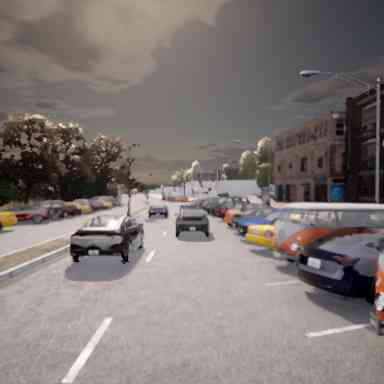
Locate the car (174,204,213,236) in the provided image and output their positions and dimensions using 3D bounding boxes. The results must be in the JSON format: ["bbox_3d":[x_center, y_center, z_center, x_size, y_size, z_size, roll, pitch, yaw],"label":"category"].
[{"bbox_3d":[-0.007,1.676,19.662,1.837,1.490,4.892,0,-1,-1],"label":"car"}]

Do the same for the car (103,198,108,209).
[{"bbox_3d":[-14.735,1.968,47.071,4.674,1.452,2.002,-1,0,-24],"label":"car"}]

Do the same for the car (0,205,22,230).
[{"bbox_3d":[-13.555,1.687,20.445,5.008,1.535,2.097,-1,0,-21],"label":"car"}]

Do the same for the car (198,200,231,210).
[{"bbox_3d":[3.383,1.948,50.083,4.674,1.452,2.002,1,-1,-24],"label":"car"}]

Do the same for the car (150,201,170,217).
[{"bbox_3d":[-3.422,1.904,34.570,1.895,1.301,4.718,0,-1,-2],"label":"car"}]

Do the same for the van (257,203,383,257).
[{"bbox_3d":[4.640,1.351,10.814,4.442,1.987,1.878,1,0,-20],"label":"van"}]

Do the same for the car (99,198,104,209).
[{"bbox_3d":[-14.532,1.941,44.118,4.674,1.452,2.002,-1,0,-23],"label":"car"}]

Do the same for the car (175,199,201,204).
[{"bbox_3d":[-0.481,1.802,35.762,2.128,1.511,4.902,0,0,-3],"label":"car"}]

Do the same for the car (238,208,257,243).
[{"bbox_3d":[4.903,1.604,13.940,5.366,1.575,1.946,1,-1,-20],"label":"car"}]

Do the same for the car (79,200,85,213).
[{"bbox_3d":[-14.073,1.695,35.241,4.553,1.767,2.185,-1,-1,-22],"label":"car"}]

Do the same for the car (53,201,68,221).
[{"bbox_3d":[-13.770,1.796,29.347,4.792,1.488,2.163,-1,-1,-22],"label":"car"}]

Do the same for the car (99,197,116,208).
[{"bbox_3d":[-14.791,1.949,50.106,5.366,1.575,1.946,-1,-1,-24],"label":"car"}]

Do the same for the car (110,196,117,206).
[{"bbox_3d":[-15.415,1.882,55.941,4.553,1.767,2.185,-1,0,-25],"label":"car"}]

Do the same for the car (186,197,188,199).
[{"bbox_3d":[2.205,2.004,62.039,5.366,1.575,1.946,1,0,-26],"label":"car"}]

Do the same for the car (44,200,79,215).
[{"bbox_3d":[-13.903,1.793,32.289,5.008,1.535,2.097,-1,0,-22],"label":"car"}]

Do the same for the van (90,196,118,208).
[{"bbox_3d":[-15.614,1.808,58.930,4.442,1.987,1.878,-1,-1,-25],"label":"van"}]

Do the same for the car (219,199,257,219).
[{"bbox_3d":[4.598,1.555,22.921,4.553,1.767,2.185,1,-1,-21],"label":"car"}]

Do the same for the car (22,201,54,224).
[{"bbox_3d":[-13.732,1.770,26.353,4.792,1.488,2.163,-1,0,-22],"label":"car"}]

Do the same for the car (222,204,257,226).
[{"bbox_3d":[4.659,1.656,19.901,4.892,1.521,2.231,1,-1,-21],"label":"car"}]

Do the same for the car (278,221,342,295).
[{"bbox_3d":[4.780,1.583,7.856,4.792,1.488,2.163,1,-1,-20],"label":"car"}]

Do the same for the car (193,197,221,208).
[{"bbox_3d":[2.684,1.859,59.126,4.553,1.767,2.185,1,0,-25],"label":"car"}]

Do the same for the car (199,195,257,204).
[{"bbox_3d":[4.096,1.555,38.005,5.566,2.045,2.435,1,0,-23],"label":"car"}]

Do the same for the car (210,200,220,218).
[{"bbox_3d":[4.468,1.731,28.965,5.008,1.535,2.097,1,-1,-22],"label":"car"}]

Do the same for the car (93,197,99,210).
[{"bbox_3d":[-14.326,1.748,41.174,4.553,1.767,2.185,-1,0,-23],"label":"car"}]

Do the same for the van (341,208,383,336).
[{"bbox_3d":[4.652,1.299,4.789,4.442,1.987,1.878,1,0,-20],"label":"van"}]

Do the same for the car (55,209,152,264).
[{"bbox_3d":[-2.929,1.599,12.297,2.128,1.511,4.902,0,-1,0],"label":"car"}]

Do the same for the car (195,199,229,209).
[{"bbox_3d":[3.168,1.935,53.093,4.892,1.521,2.231,1,0,-25],"label":"car"}]

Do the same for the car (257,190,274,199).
[{"bbox_3d":[16.887,0.862,77.305,2.002,1.452,4.674,-6,3,-31],"label":"car"}]

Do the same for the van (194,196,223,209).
[{"bbox_3d":[2.815,1.731,56.054,4.442,1.987,1.878,1,0,-25],"label":"van"}]

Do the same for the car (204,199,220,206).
[{"bbox_3d":[4.260,1.782,34.999,5.008,1.535,2.097,1,0,-23],"label":"car"}]

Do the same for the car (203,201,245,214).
[{"bbox_3d":[3.957,1.872,41.039,4.674,1.452,2.002,1,-1,-23],"label":"car"}]

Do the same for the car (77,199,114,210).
[{"bbox_3d":[-15.361,1.980,52.900,5.366,1.575,1.946,-1,0,-24],"label":"car"}]

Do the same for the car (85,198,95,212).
[{"bbox_3d":[-14.358,1.846,38.131,5.366,1.575,1.946,-1,0,-23],"label":"car"}]

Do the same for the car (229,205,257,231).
[{"bbox_3d":[4.717,1.630,16.882,5.008,1.535,2.097,1,0,-21],"label":"car"}]

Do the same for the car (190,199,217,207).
[{"bbox_3d":[2.258,2.070,65.099,4.792,1.488,2.163,1,-1,-26],"label":"car"}]
